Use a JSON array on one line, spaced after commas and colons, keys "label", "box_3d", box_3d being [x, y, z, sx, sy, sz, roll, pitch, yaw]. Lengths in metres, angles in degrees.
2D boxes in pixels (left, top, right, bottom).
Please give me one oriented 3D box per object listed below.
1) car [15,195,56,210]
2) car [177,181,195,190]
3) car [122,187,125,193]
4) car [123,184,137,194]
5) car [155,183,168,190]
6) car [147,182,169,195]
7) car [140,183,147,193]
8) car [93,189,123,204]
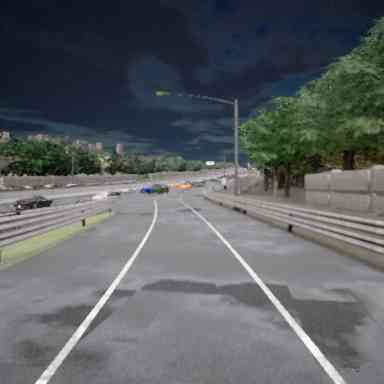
[{"label": "car", "box_3d": [-16.629, 1.104, 35.573, 1.837, 1.490, 4.892, 1, 3, 13]}, {"label": "car", "box_3d": [-1.504, -1.462, 83.690, 2.097, 1.767, 4.553, 1, 3, 13]}, {"label": "car", "box_3d": [-12.748, 0.386, 51.939, 1.895, 1.301, 4.718, 1, 3, 13]}, {"label": "car", "box_3d": [-12.795, -0.362, 66.707, 1.895, 1.301, 4.718, 1, 3, 14]}, {"label": "car", "box_3d": [-7.938, -1.459, 86.891, 2.128, 1.511, 4.902, 1, 3, 13]}, {"label": "car", "box_3d": [-6.157, -0.618, 64.349, 2.150, 2.045, 5.566, 1, 3, 14]}, {"label": "car", "box_3d": [-8.826, -0.559, 68.224, 1.882, 1.535, 5.008, 1, 3, 14]}, {"label": "car", "box_3d": [-11.199, 0.720, 43.350, 1.812, 1.442, 4.674, 0, 3, 13]}]
